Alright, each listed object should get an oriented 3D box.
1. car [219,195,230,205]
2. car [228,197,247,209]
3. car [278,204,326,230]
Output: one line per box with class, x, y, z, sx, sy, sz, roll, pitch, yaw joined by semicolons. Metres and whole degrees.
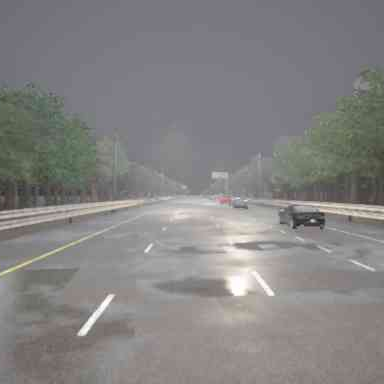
car;7.258;1.668;72.666;2.150;2.045;5.566;0;0;0
car;7.118;1.831;50.227;1.994;1.385;4.181;0;0;0
car;7.017;1.557;21.787;1.882;1.535;5.008;0;-1;0
